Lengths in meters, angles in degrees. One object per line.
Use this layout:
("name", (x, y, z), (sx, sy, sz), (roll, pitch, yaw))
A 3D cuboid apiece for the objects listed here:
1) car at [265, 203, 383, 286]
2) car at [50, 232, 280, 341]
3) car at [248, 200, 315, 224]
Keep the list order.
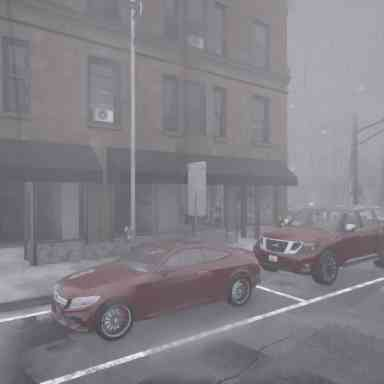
("car", (4.038, 1.315, 9.639), (5.009, 1.841, 2.192), (0, 0, -35))
("car", (-0.461, 1.582, 6.435), (4.206, 1.307, 1.802), (0, 0, -35))
("car", (6.844, 1.487, 25.904), (1.882, 1.535, 5.008), (0, 0, -35))
